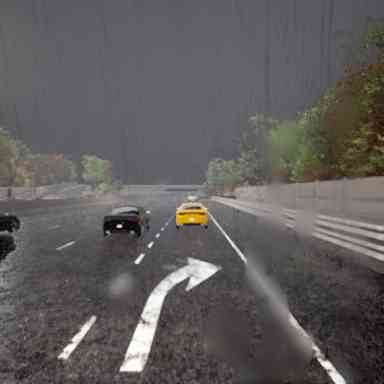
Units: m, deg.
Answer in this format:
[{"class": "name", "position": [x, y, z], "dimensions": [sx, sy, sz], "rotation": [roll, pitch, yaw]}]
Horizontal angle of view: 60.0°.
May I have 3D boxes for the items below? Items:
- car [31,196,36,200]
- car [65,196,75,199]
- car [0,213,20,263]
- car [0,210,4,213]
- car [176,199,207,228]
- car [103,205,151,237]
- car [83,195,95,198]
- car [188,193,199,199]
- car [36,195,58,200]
[{"class": "car", "position": [-31.516, 1.416, 68.877], "dimensions": [1.882, 1.535, 5.008], "rotation": [0, 0, 0]}, {"class": "car", "position": [-24.515, 1.571, 67.192], "dimensions": [1.994, 1.385, 4.181], "rotation": [0, 0, 0]}, {"class": "car", "position": [-6.901, 1.539, 8.874], "dimensions": [2.033, 1.411, 5.357], "rotation": [0, 0, 0]}, {"class": "car", "position": [-10.403, 1.479, 16.373], "dimensions": [2.128, 1.511, 4.902], "rotation": [0, 0, 0]}, {"class": "car", "position": [-0.005, 1.466, 21.964], "dimensions": [1.882, 1.535, 5.008], "rotation": [0, 0, 0]}, {"class": "car", "position": [-3.402, 1.465, 18.082], "dimensions": [1.882, 1.535, 5.008], "rotation": [0, 0, 0]}, {"class": "car", "position": [-21.015, 1.377, 68.027], "dimensions": [2.097, 1.767, 4.553], "rotation": [0, 0, 0]}, {"class": "car", "position": [0.398, 1.314, 84.668], "dimensions": [2.150, 2.045, 5.566], "rotation": [0, 0, 8]}, {"class": "car", "position": [-28.015, 1.481, 65.300], "dimensions": [1.882, 1.535, 5.008], "rotation": [0, 0, 0]}]
